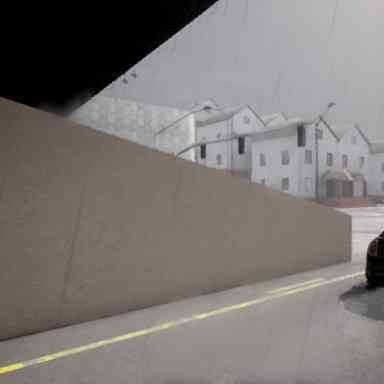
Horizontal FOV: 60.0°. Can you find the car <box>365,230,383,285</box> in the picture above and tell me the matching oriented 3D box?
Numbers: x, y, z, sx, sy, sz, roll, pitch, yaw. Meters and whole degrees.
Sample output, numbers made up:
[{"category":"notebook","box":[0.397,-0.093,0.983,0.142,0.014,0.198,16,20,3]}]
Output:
[{"category":"car","box":[6.353,1.357,8.296,4.553,1.767,2.097,0,0,-36]}]
